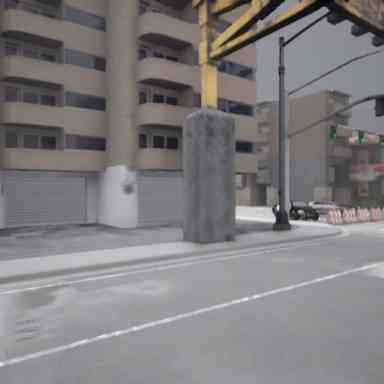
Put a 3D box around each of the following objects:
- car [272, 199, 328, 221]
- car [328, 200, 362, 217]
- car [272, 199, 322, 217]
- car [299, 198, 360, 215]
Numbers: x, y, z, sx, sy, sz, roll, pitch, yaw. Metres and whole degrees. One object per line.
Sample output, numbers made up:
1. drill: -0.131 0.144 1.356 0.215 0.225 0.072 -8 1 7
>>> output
1. car: 8.223 1.379 26.433 2.038 1.542 4.974 0 0 -11
2. car: 11.798 1.365 28.583 4.974 1.542 2.038 0 0 34
3. car: 8.213 1.221 26.484 1.853 1.218 4.536 0 0 -11
4. car: 11.755 1.208 28.612 4.536 1.218 1.853 0 0 34
